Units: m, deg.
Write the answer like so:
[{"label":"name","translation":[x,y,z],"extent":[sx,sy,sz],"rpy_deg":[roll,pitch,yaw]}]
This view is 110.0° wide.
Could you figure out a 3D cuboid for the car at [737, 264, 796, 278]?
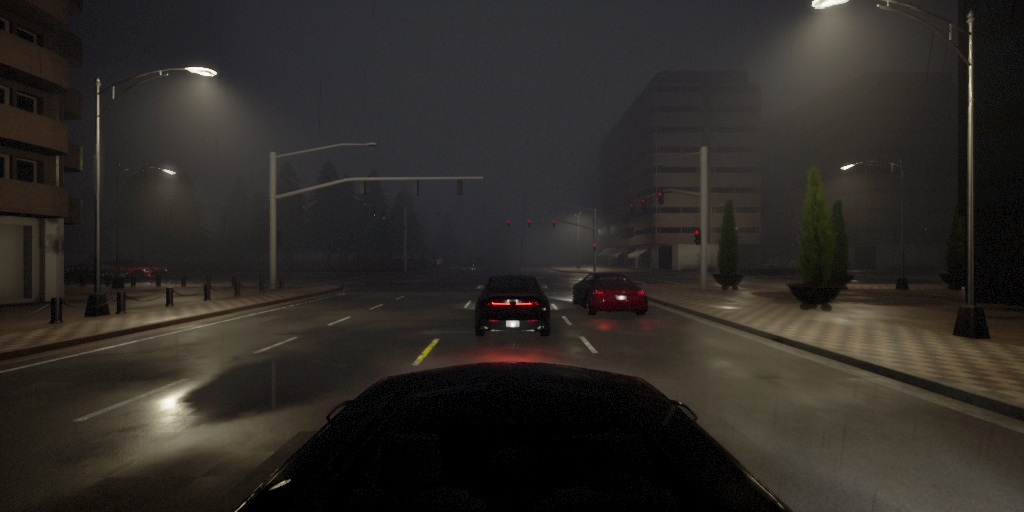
[{"label":"car","translation":[24.243,1.404,34.336],"extent":[4.718,1.301,1.895],"rpy_deg":[0,0,-1]}]

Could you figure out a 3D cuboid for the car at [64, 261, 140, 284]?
[{"label":"car","translation":[-31.257,1.295,26.494],"extent":[4.902,1.511,2.128],"rpy_deg":[0,0,-1]}]

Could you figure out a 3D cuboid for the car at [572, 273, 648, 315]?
[{"label":"car","translation":[3.514,1.313,13.530],"extent":[1.994,1.385,4.181],"rpy_deg":[0,0,0]}]

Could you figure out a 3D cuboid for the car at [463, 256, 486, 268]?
[{"label":"car","translation":[-6.613,1.042,63.994],"extent":[2.150,2.045,5.566],"rpy_deg":[-1,2,20]}]

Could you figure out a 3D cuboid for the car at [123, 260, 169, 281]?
[{"label":"car","translation":[-31.665,1.156,29.990],"extent":[4.553,1.767,2.097],"rpy_deg":[0,0,-1]}]

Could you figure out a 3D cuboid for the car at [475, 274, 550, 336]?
[{"label":"car","translation":[0.018,1.254,10.361],"extent":[1.837,1.490,4.892],"rpy_deg":[0,0,0]}]
